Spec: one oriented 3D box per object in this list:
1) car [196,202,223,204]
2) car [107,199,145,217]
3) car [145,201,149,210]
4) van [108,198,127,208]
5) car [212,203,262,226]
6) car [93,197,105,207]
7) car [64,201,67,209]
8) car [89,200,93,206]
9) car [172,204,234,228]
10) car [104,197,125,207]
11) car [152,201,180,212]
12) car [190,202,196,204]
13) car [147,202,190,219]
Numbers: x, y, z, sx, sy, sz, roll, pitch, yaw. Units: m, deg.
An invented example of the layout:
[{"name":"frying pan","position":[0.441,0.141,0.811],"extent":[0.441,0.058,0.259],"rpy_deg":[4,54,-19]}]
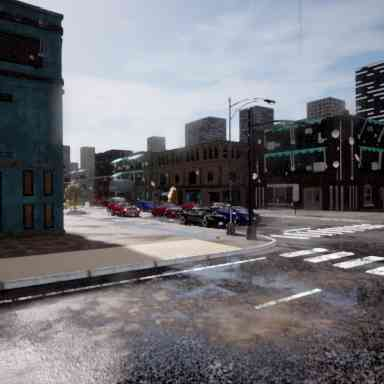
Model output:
[{"name":"car","position":[2.805,1.809,36.307],"extent":[2.008,1.369,4.403],"rpy_deg":[-2,0,-35]},{"name":"car","position":[-7.233,1.846,35.962],"extent":[1.967,1.590,4.097],"rpy_deg":[-1,0,-35]},{"name":"car","position":[-6.568,1.951,45.060],"extent":[1.812,1.442,4.674],"rpy_deg":[-1,0,-35]},{"name":"van","position":[-13.234,1.906,58.864],"extent":[1.690,1.788,3.998],"rpy_deg":[-1,0,-35]},{"name":"car","position":[3.333,1.777,25.584],"extent":[1.994,1.385,4.181],"rpy_deg":[-1,0,-36]},{"name":"car","position":[-16.442,1.939,63.375],"extent":[2.192,1.841,5.009],"rpy_deg":[-1,0,-35]},{"name":"car","position":[-23.167,2.232,58.380],"extent":[1.752,1.417,4.829],"rpy_deg":[-1,0,-35]},{"name":"car","position":[-19.643,2.227,67.887],"extent":[1.887,1.381,4.507],"rpy_deg":[-1,0,-35]},{"name":"car","position":[0.711,1.814,24.581],"extent":[1.947,1.339,4.313],"rpy_deg":[-2,0,-35]},{"name":"car","position":[-9.214,1.810,43.257],"extent":[2.097,1.767,4.553],"rpy_deg":[-1,0,-35]},{"name":"car","position":[-3.607,1.965,45.330],"extent":[1.802,1.307,4.206],"rpy_deg":[-2,0,-35]},{"name":"car","position":[-0.401,1.903,40.819],"extent":[1.802,1.307,4.206],"rpy_deg":[-2,0,-35]},{"name":"car","position":[-2.432,1.891,33.696],"extent":[1.994,1.385,4.181],"rpy_deg":[-1,0,-36]}]
